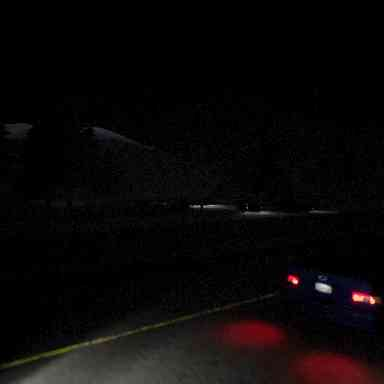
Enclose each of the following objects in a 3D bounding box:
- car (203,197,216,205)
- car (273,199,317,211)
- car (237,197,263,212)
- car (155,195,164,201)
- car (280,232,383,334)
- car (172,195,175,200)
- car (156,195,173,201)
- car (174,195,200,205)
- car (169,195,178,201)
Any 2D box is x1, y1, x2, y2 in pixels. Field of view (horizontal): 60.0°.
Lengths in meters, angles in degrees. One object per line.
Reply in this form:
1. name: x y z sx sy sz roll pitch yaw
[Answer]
1. car: 2.540 1.567 57.680 1.994 1.385 4.181 0 0 -23
2. car: 12.611 1.556 41.022 2.033 1.411 5.357 0 0 -36
3. car: 6.762 1.358 39.215 2.097 1.767 4.553 0 0 -6
4. car: -8.302 1.525 85.176 2.128 1.511 4.902 0 0 -7
5. car: 4.100 1.548 6.660 5.357 1.411 2.033 0 0 -35
6. car: -2.213 1.528 70.608 1.812 1.442 4.674 0 0 -18
7. car: -5.807 1.556 70.410 1.994 1.385 4.181 0 0 -18
8. car: -0.696 1.495 56.388 2.128 1.511 4.902 0 0 -23
9. car: -4.822 1.544 85.411 2.033 1.411 5.357 0 0 -7
